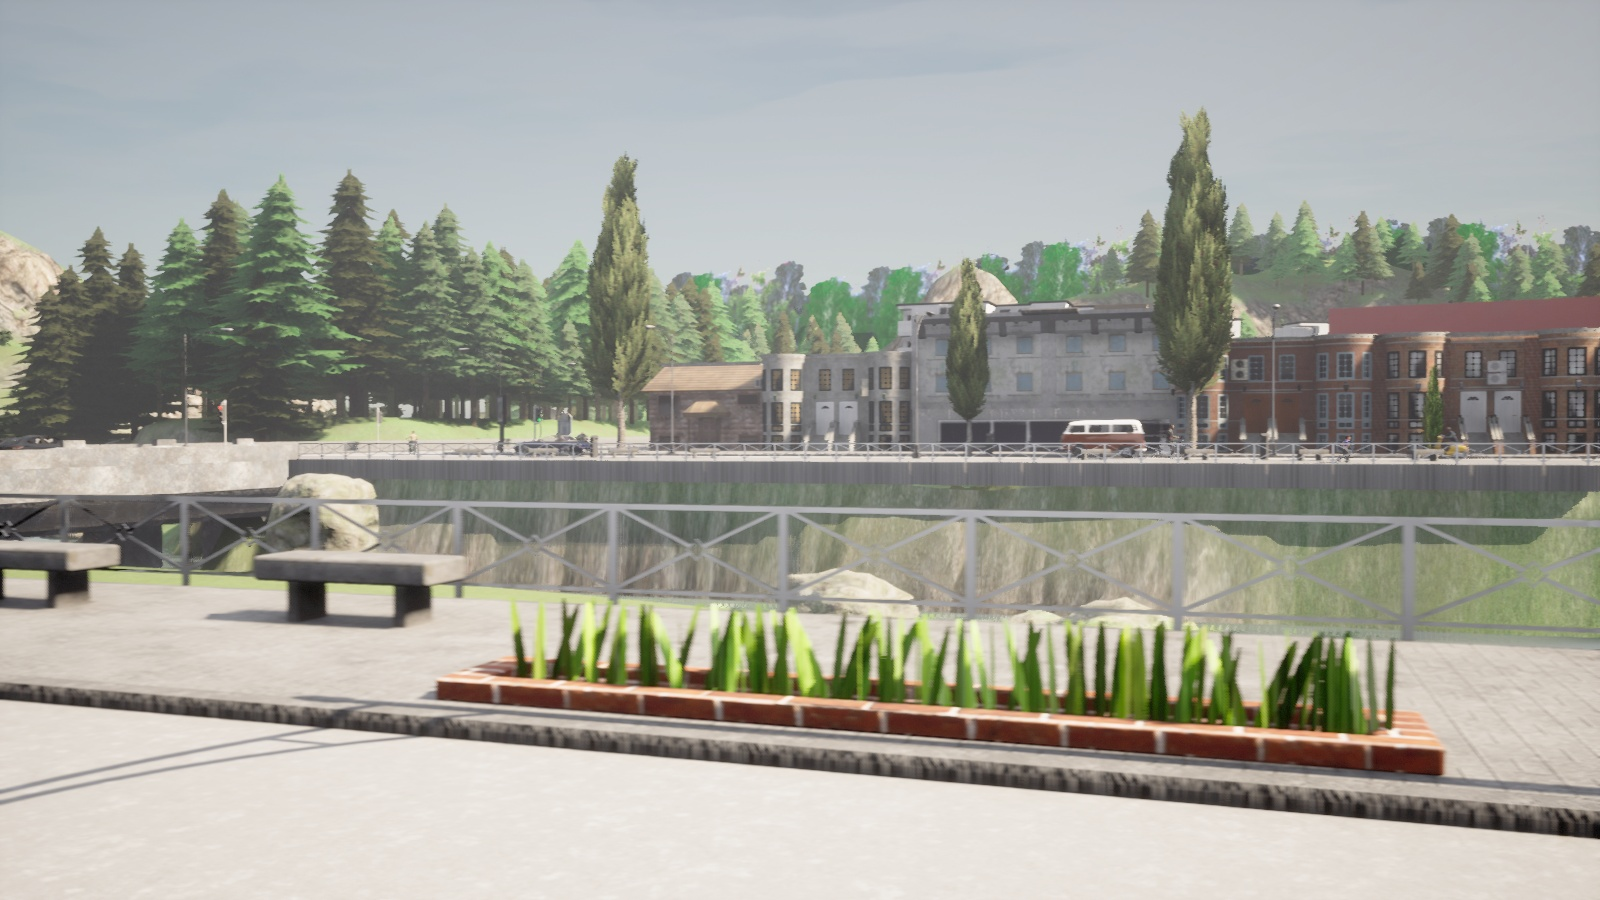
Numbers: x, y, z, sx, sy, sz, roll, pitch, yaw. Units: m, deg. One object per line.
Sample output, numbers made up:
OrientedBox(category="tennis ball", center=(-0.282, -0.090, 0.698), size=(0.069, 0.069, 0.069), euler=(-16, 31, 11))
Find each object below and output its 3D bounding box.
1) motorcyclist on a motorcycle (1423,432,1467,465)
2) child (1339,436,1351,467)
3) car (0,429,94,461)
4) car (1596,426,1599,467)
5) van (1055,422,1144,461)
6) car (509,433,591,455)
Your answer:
OrientedBox(category="motorcyclist on a motorcycle", center=(31.958, -0.097, 62.241), size=(1.817, 1.590, 0.866), euler=(1, 1, 19))
OrientedBox(category="child", center=(22.825, 0.060, 52.582), size=(0.437, 1.263, 0.270), euler=(1, 1, 19))
OrientedBox(category="car", center=(-36.434, -0.264, 60.396), size=(1.816, 1.474, 4.193), euler=(1, 1, 19))
OrientedBox(category="car", center=(37.982, -0.131, 55.996), size=(3.866, 1.878, 1.905), euler=(1, 1, 19))
OrientedBox(category="van", center=(16.127, -0.471, 67.559), size=(4.480, 2.038, 2.069), euler=(1, 1, 19))
OrientedBox(category="car", center=(-15.556, -0.384, 78.213), size=(4.718, 1.301, 1.895), euler=(1, 1, 19))
